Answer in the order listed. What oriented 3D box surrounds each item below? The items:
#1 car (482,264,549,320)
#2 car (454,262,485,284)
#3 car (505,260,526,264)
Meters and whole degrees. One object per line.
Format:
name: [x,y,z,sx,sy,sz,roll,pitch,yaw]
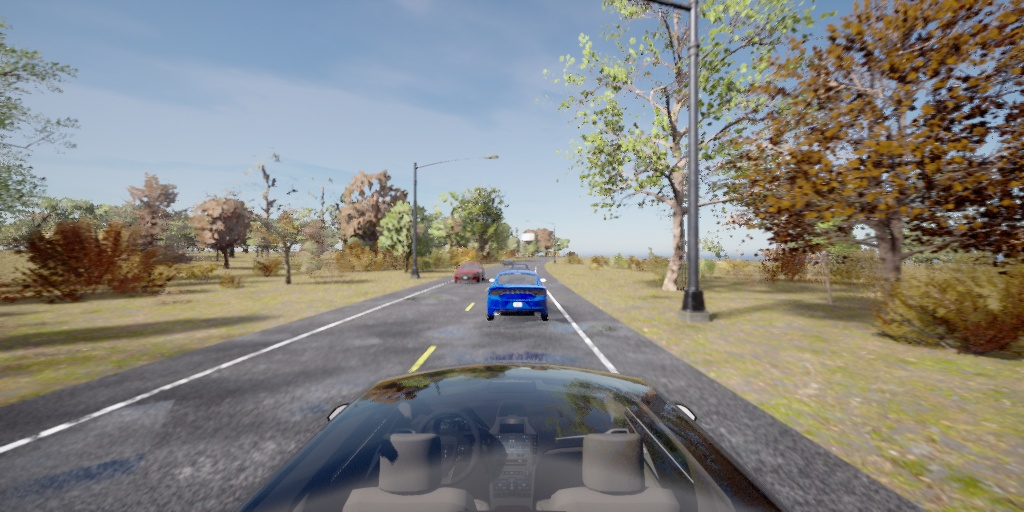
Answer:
car: [0.195,1.229,12.678,1.882,1.535,5.008,0,0,1]
car: [-3.147,1.228,27.380,1.882,1.535,5.008,0,0,2]
car: [0.678,1.312,30.851,1.994,1.385,4.181,0,0,2]
